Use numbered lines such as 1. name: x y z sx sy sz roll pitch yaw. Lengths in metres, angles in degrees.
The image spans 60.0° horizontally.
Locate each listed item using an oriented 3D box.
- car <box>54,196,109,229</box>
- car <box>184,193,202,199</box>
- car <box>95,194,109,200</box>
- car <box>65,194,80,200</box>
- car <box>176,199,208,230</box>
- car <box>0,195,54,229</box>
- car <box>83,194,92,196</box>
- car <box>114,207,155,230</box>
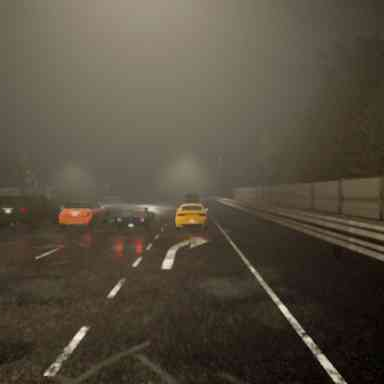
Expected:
1. car: -6.898 1.336 21.709 2.097 1.767 4.553 0 0 0
2. car: 0.008 1.226 49.735 2.150 2.045 5.566 0 0 0
3. car: -20.987 1.226 77.728 1.994 1.385 4.181 0 0 0
4. car: -27.987 1.225 77.729 1.994 1.385 4.181 0 0 0
5. car: 0.003 1.464 21.037 1.882 1.535 5.008 0 0 0
6. car: -10.397 1.205 21.486 2.150 2.045 5.566 0 0 0
7. car: -24.487 1.198 78.145 1.812 1.442 4.674 0 0 0
8. car: -3.394 1.586 20.743 1.895 1.301 4.718 0 0 0
